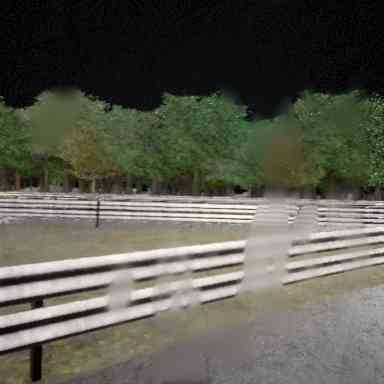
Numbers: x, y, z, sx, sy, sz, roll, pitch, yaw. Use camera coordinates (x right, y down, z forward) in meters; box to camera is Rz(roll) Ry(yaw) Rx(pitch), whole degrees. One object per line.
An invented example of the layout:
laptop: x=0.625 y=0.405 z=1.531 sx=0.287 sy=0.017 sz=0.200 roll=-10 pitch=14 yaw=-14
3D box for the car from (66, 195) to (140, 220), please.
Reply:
car: x=-5.939 y=0.998 z=22.394 sx=4.902 sy=1.511 sz=2.128 roll=1 pitch=0 yaw=3
